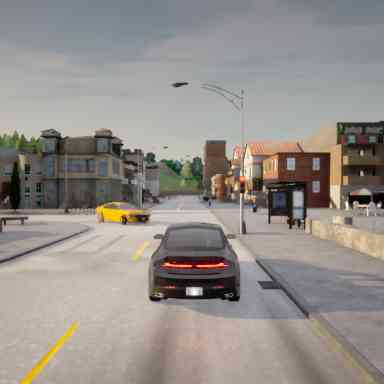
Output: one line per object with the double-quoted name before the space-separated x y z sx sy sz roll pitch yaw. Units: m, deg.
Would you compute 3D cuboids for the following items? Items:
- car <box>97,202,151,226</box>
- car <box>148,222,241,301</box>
"car" -4.866 1.478 23.486 1.882 1.535 5.008 3 -2 -44
"car" 0.064 1.505 8.288 1.837 1.490 4.892 0 0 1
